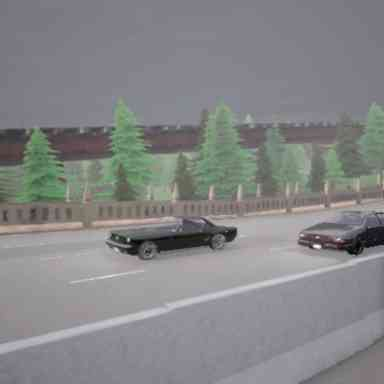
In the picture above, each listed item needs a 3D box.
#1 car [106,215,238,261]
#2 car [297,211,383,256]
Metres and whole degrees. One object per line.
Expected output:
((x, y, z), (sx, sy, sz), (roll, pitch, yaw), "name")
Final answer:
((-0.639, 1.549, 12.135), (4.718, 1.301, 1.895), (-1, 0, -35), "car")
((6.426, 1.446, 12.878), (5.357, 1.411, 2.033), (-1, 0, -35), "car")
